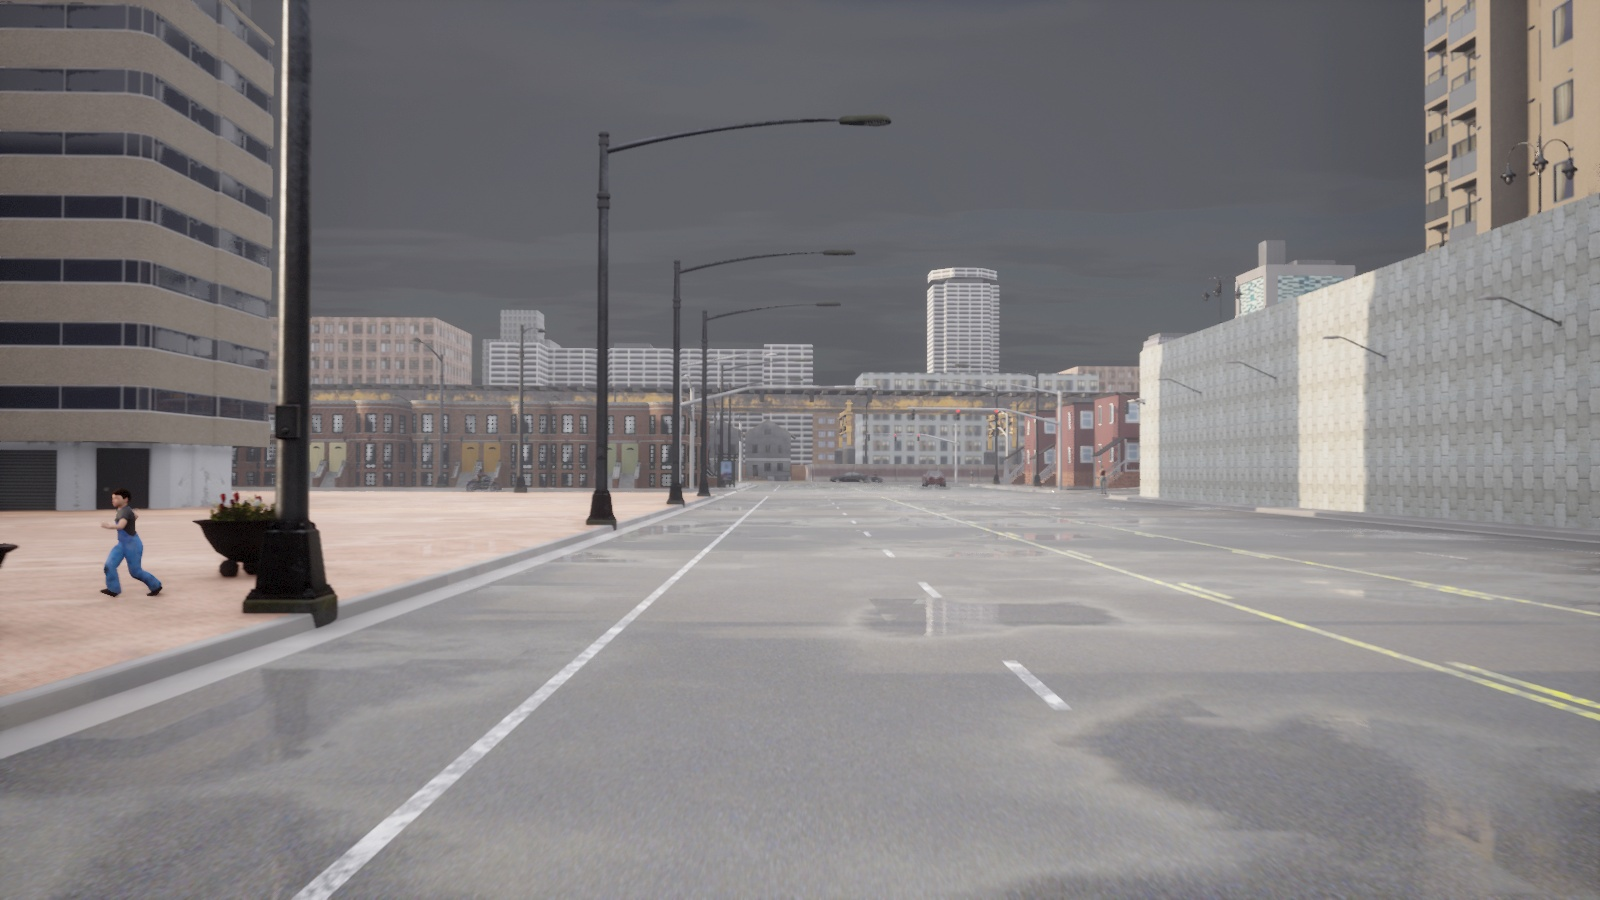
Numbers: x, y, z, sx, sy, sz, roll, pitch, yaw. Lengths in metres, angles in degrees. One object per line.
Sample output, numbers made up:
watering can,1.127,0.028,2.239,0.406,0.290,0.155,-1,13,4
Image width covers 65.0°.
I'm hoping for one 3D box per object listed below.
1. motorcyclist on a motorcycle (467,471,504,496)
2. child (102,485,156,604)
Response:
motorcyclist on a motorcycle,-21.359,2.278,85.267,2.350,1.649,0.766,0,-1,0
child,-7.305,1.014,13.679,0.270,1.263,0.437,-1,-1,32
